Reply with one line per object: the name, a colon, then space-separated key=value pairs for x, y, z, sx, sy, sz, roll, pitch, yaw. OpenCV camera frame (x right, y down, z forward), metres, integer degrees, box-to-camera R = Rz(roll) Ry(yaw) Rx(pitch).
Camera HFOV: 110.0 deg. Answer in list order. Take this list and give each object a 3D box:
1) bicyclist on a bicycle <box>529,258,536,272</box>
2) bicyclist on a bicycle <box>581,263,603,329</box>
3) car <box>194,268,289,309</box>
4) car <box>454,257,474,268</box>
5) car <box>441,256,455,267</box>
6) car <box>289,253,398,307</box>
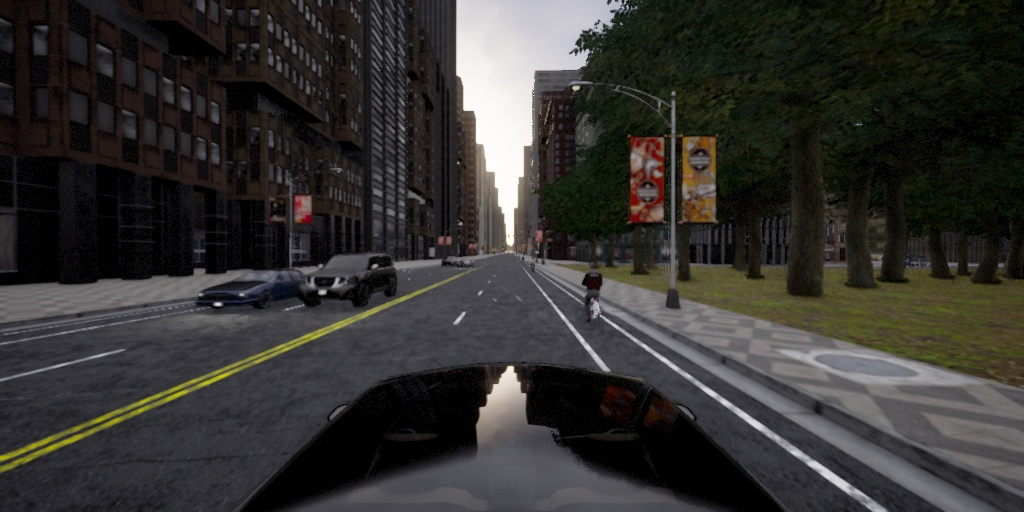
bicyclist on a bicycle: x=2.243 y=0.970 z=38.990 sx=0.866 sy=1.612 sz=1.509 roll=0 pitch=0 yaw=0
bicyclist on a bicycle: x=2.248 y=1.071 z=10.189 sx=0.659 sy=1.776 sz=1.843 roll=0 pitch=0 yaw=0
car: x=-9.854 y=1.221 z=14.672 sx=2.033 sy=1.411 sz=5.357 roll=0 pitch=0 yaw=0
car: x=-6.593 y=1.040 z=51.059 sx=1.994 sy=1.385 sz=4.181 roll=0 pitch=0 yaw=0
car: x=-9.817 y=0.806 z=56.824 sx=2.097 sy=1.767 sz=4.553 roll=0 pitch=0 yaw=0
car: x=-6.604 y=0.891 z=15.256 sx=2.150 sy=2.045 sz=5.566 roll=0 pitch=0 yaw=0
